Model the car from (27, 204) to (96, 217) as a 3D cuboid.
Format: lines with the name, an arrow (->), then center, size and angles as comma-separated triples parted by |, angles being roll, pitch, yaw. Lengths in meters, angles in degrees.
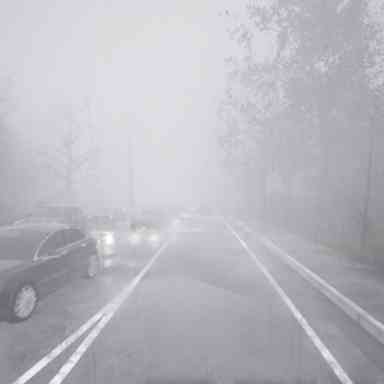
car -> -6.468, 1.411, 15.702 | 2.097, 1.767, 4.553 | 1, -1, 3

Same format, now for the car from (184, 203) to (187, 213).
car -> -1.747, 2.251, 49.459 | 1.882, 1.535, 5.008 | 0, -1, 2

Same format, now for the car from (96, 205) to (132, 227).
car -> -6.106, 1.833, 24.674 | 1.895, 1.301, 4.718 | 0, -1, 2

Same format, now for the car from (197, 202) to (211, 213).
car -> 1.773, 2.365, 49.197 | 1.994, 1.385, 4.181 | 0, -1, 2

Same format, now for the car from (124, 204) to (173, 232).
car -> -2.698, 1.759, 22.047 | 2.033, 1.411, 5.357 | 1, -1, 2

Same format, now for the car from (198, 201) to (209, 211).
car -> 2.022, 2.462, 59.067 | 1.812, 1.442, 4.674 | 0, 0, 1

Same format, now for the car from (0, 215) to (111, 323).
car -> -3.599, 1.498, 7.291 | 1.837, 1.490, 4.892 | 1, 0, 6

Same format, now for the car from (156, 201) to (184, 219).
car -> -2.229, 1.975, 34.488 | 1.837, 1.490, 4.892 | 0, -2, 2

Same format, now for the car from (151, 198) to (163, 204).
car -> -5.285, 1.955, 48.900 | 2.150, 2.045, 5.566 | 0, -1, 2

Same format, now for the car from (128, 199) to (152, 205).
car -> -5.773, 1.778, 34.024 | 2.097, 1.767, 4.553 | 0, -1, 2
